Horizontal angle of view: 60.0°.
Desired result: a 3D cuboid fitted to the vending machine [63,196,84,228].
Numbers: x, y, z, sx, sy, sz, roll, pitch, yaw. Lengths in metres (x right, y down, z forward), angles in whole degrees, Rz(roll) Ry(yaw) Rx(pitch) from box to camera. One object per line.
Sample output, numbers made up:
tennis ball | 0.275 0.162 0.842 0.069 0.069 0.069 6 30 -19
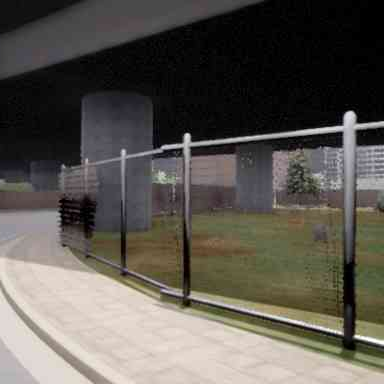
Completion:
vending machine | -7.771 1.297 21.838 1.100 2.100 0.880 0 0 -1
